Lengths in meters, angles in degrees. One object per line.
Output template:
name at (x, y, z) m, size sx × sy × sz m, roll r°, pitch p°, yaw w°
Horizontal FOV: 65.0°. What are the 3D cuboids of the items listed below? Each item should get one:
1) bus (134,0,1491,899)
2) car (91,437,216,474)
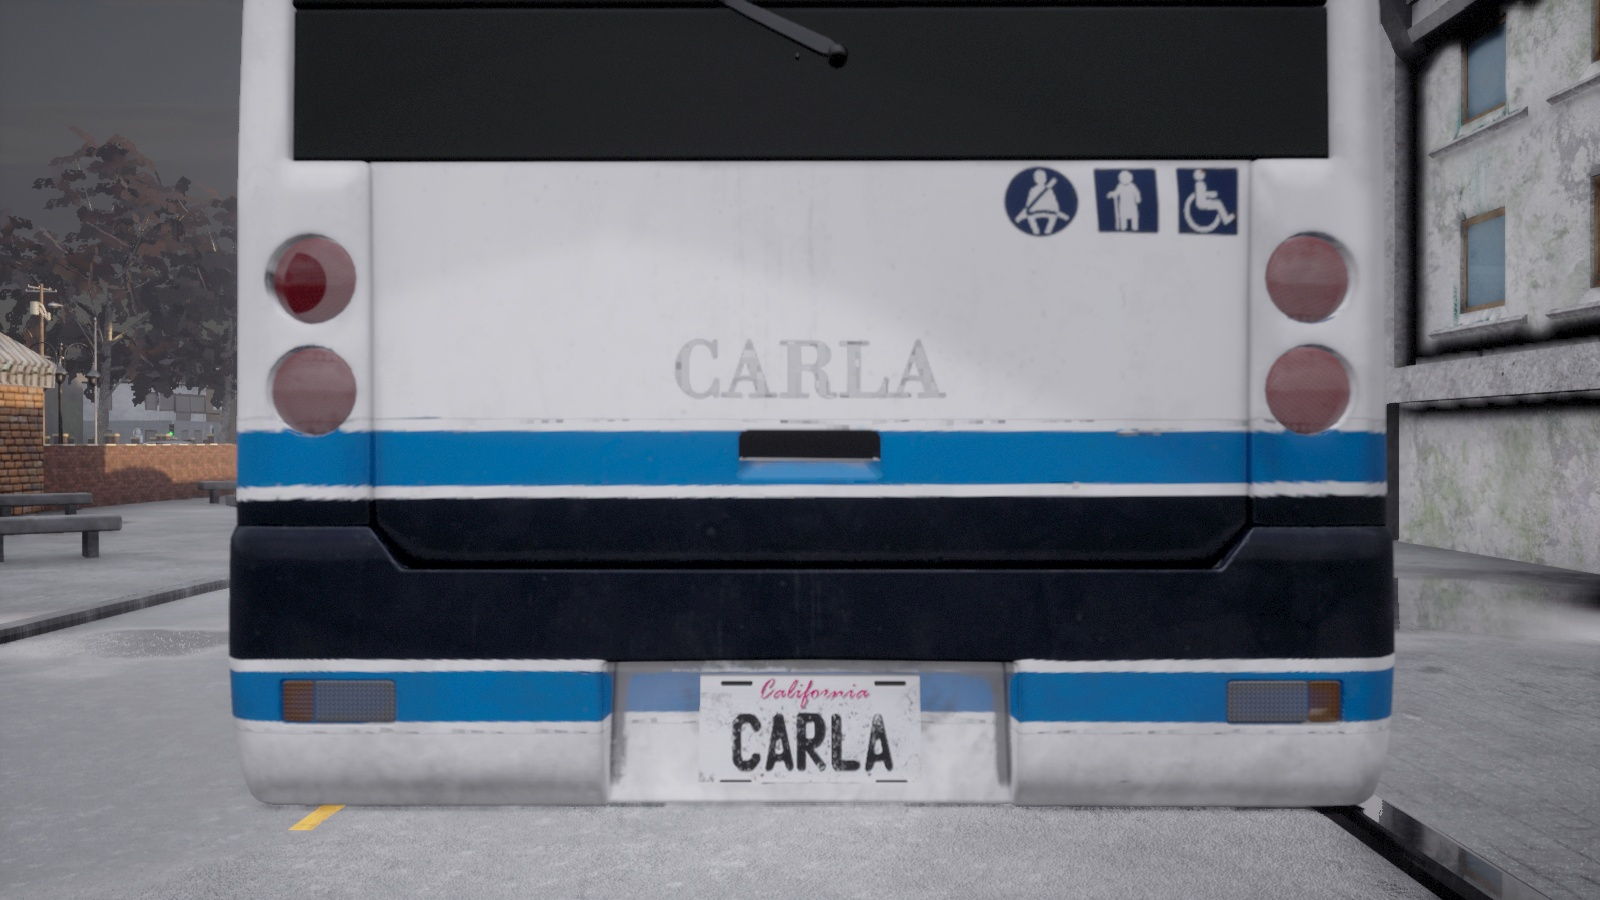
bus at (0.062, -0.679, 8.793) m, size 3.944 × 4.253 × 10.273 m, roll 0°, pitch 1°, yaw 0°
car at (-29.674, 0.241, 57.755) m, size 4.611 × 1.667 × 2.242 m, roll 0°, pitch 0°, yaw -2°
